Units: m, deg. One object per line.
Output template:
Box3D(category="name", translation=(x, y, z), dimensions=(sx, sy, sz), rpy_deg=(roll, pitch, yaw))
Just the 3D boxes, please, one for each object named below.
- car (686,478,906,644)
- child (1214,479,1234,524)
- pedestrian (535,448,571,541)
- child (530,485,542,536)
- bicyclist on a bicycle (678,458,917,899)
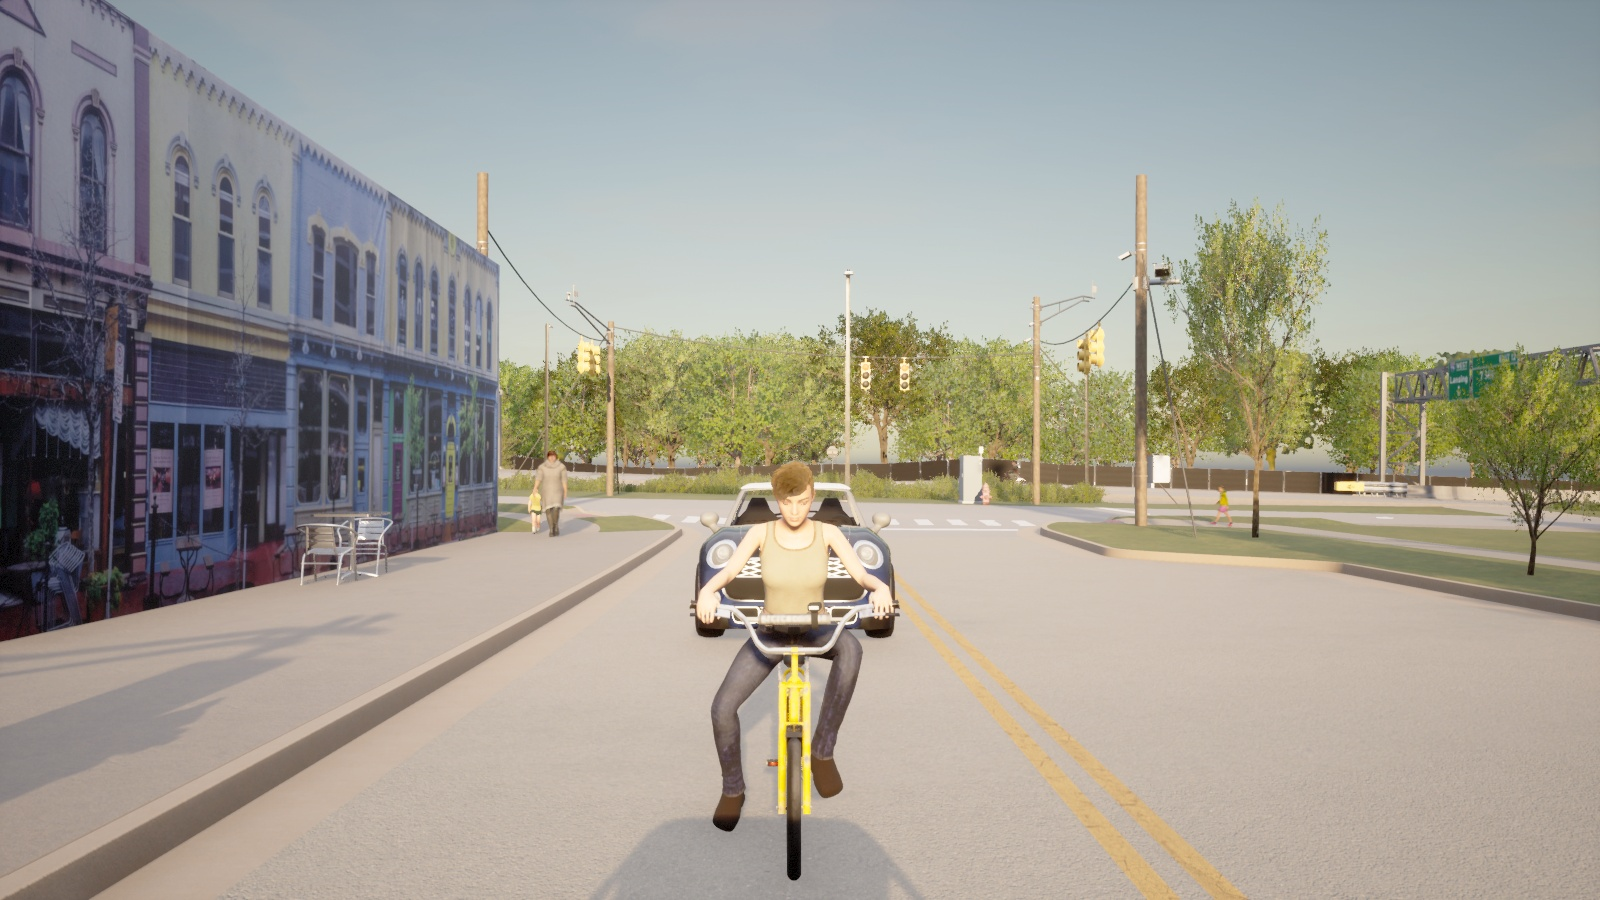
Box3D(category="car", translation=(-0.039, 1.037, 13.186), dimensions=(1.970, 1.475, 3.806), rpy_deg=(0, -1, 0))
Box3D(category="child", translation=(11.107, 1.342, 32.906), dimensions=(0.473, 1.160, 0.299), rpy_deg=(0, -1, 14))
Box3D(category="pedestrian", translation=(-5.251, 0.939, 26.723), dimensions=(0.659, 1.952, 0.873), rpy_deg=(0, -1, -6))
Box3D(category="child", translation=(-5.904, 1.349, 28.108), dimensions=(0.255, 1.110, 0.394), rpy_deg=(0, -1, -13))
Box3D(category="bicyclist on a bicycle", translation=(-0.017, 0.853, 5.334), dimensions=(0.866, 1.612, 1.509), rpy_deg=(0, -1, -1))
